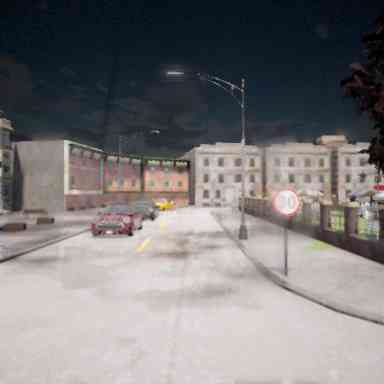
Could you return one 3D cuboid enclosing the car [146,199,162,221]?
[{"bbox_3d":[-4.086,1.443,28.459,2.097,1.767,4.553,0,0,0],"label":"car"}]

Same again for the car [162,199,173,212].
[{"bbox_3d":[-3.797,1.610,41.277,1.882,1.535,5.008,-1,0,15],"label":"car"}]

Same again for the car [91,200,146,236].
[{"bbox_3d":[-4.088,1.412,18.746,2.097,1.767,4.553,0,0,0],"label":"car"}]
